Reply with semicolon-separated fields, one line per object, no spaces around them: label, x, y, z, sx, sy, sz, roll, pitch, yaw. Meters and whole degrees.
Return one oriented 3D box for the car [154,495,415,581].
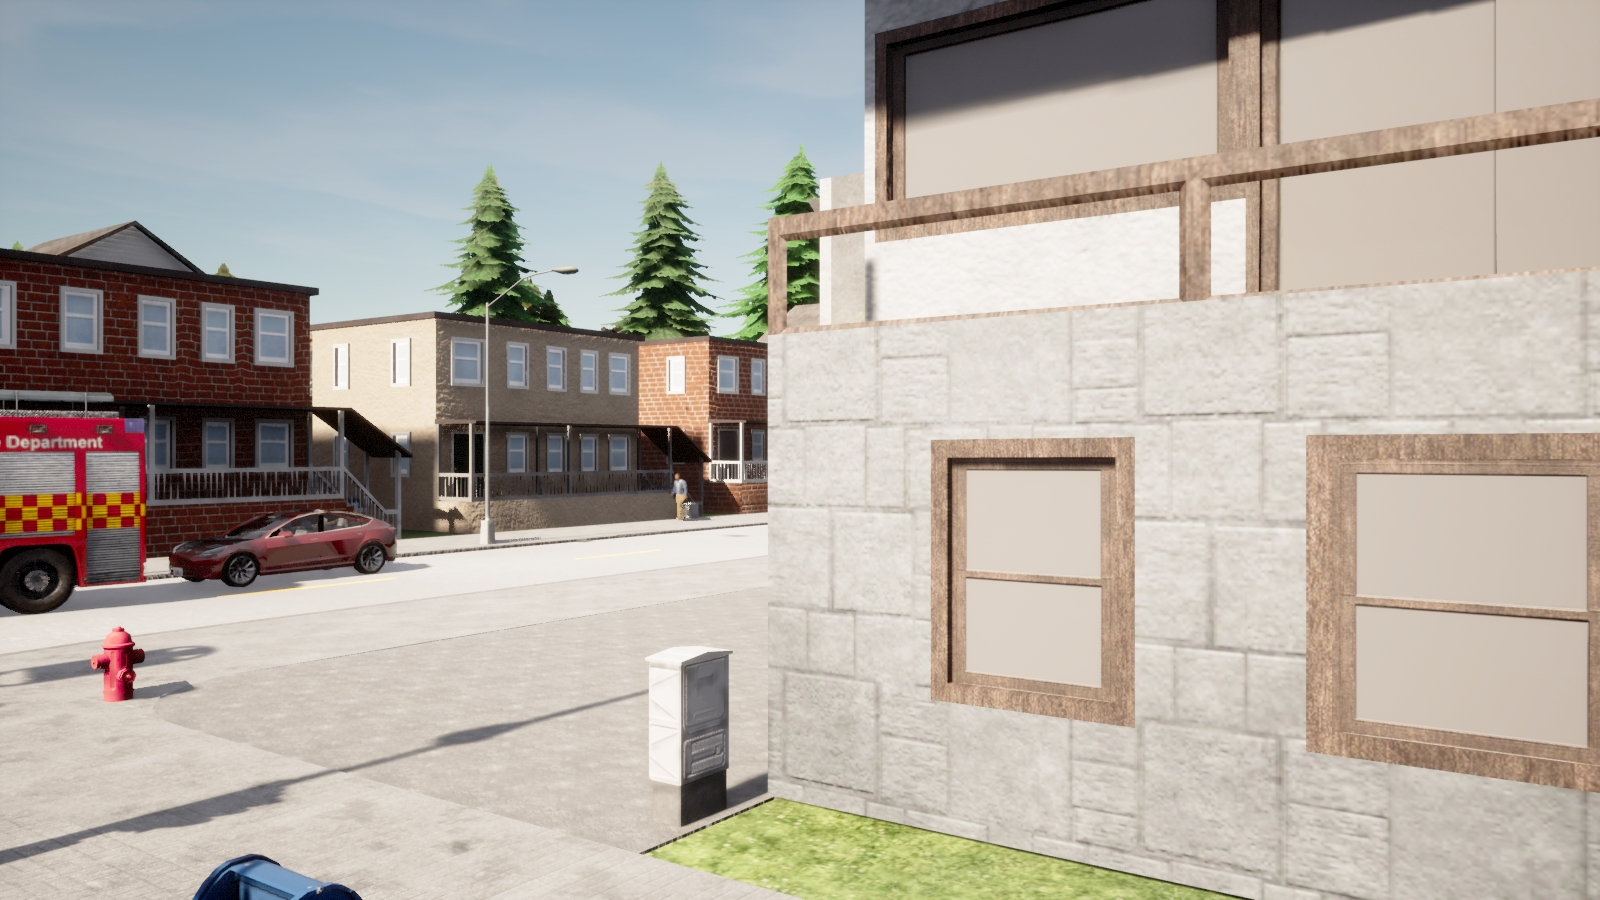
car;-11.190;1.843;25.145;2.163;1.488;4.792;0;0;35

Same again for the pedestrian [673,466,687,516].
pedestrian;-4.493;1.524;42.705;0.375;1.860;0.375;0;0;35

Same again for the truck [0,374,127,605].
truck;-15.920;0.669;18.198;2.891;3.827;8.468;0;0;43
